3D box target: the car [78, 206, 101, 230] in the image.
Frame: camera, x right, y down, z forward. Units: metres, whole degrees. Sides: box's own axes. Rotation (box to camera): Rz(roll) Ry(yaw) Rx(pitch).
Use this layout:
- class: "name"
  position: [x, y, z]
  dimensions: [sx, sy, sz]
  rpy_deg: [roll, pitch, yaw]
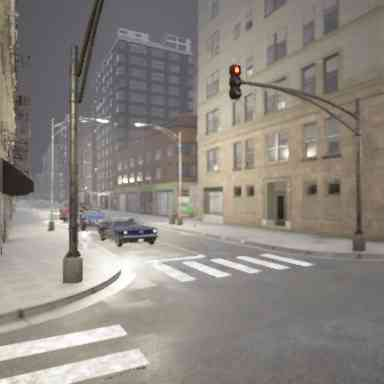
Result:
- class: "car"
  position: [-7.890, 2.066, 25.912]
  dimensions: [1.812, 1.442, 4.674]
  rpy_deg: [1, -1, -27]

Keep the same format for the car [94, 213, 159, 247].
- class: "car"
  position: [-3.414, 1.949, 17.163]
  dimensions: [1.895, 1.301, 4.718]
  rpy_deg: [1, -1, -30]

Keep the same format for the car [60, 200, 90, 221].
- class: "car"
  position: [-12.676, 1.960, 35.303]
  dimensions: [2.150, 2.045, 5.566]
  rpy_deg: [1, -1, -26]

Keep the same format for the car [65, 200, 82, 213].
- class: "car"
  position: [-20.567, 2.425, 57.656]
  dimensions: [2.150, 2.045, 5.566]
  rpy_deg: [1, -1, -27]
